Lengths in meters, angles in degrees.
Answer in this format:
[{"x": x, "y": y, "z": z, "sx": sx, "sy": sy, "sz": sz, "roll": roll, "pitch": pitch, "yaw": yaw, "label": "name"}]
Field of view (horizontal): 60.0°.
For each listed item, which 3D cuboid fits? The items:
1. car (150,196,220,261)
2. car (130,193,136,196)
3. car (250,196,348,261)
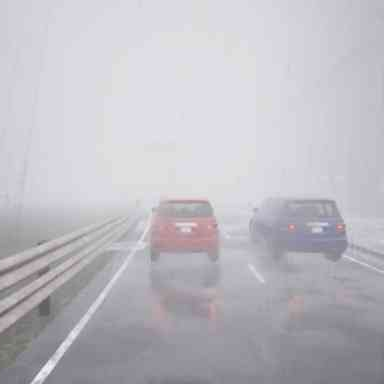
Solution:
[{"x": -0.319, "y": 1.166, "z": 12.163, "sx": 2.150, "sy": 2.045, "sz": 5.566, "roll": 0, "pitch": 0, "yaw": -3, "label": "car"}, {"x": -16.191, "y": 0.957, "z": 88.921, "sx": 1.895, "sy": 1.301, "sz": 4.718, "roll": 0, "pitch": 0, "yaw": -16, "label": "car"}, {"x": 3.598, "y": 1.168, "z": 12.224, "sx": 2.150, "sy": 2.045, "sz": 5.566, "roll": 0, "pitch": 0, "yaw": 0, "label": "car"}]
